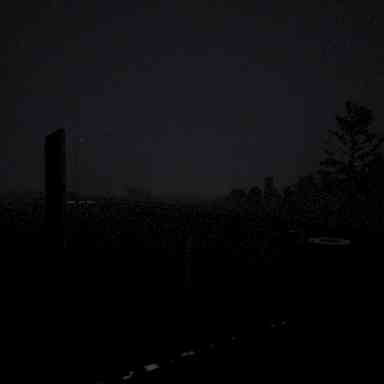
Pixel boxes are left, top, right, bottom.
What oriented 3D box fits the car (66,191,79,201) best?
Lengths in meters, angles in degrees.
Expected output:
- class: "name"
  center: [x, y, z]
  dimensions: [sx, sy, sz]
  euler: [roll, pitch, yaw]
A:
- class: "car"
  center: [-18.447, 0.529, 49.989]
  dimensions: [1.882, 1.535, 5.008]
  euler: [-1, 2, -35]
